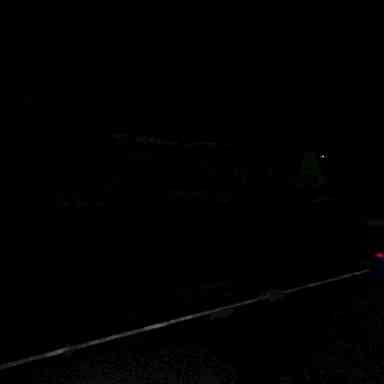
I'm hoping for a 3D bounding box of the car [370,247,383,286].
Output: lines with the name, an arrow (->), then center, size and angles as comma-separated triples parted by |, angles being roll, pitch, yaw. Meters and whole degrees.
car -> 6.248, 1.590, 8.202 | 4.181, 1.385, 1.994 | 0, 0, -35
